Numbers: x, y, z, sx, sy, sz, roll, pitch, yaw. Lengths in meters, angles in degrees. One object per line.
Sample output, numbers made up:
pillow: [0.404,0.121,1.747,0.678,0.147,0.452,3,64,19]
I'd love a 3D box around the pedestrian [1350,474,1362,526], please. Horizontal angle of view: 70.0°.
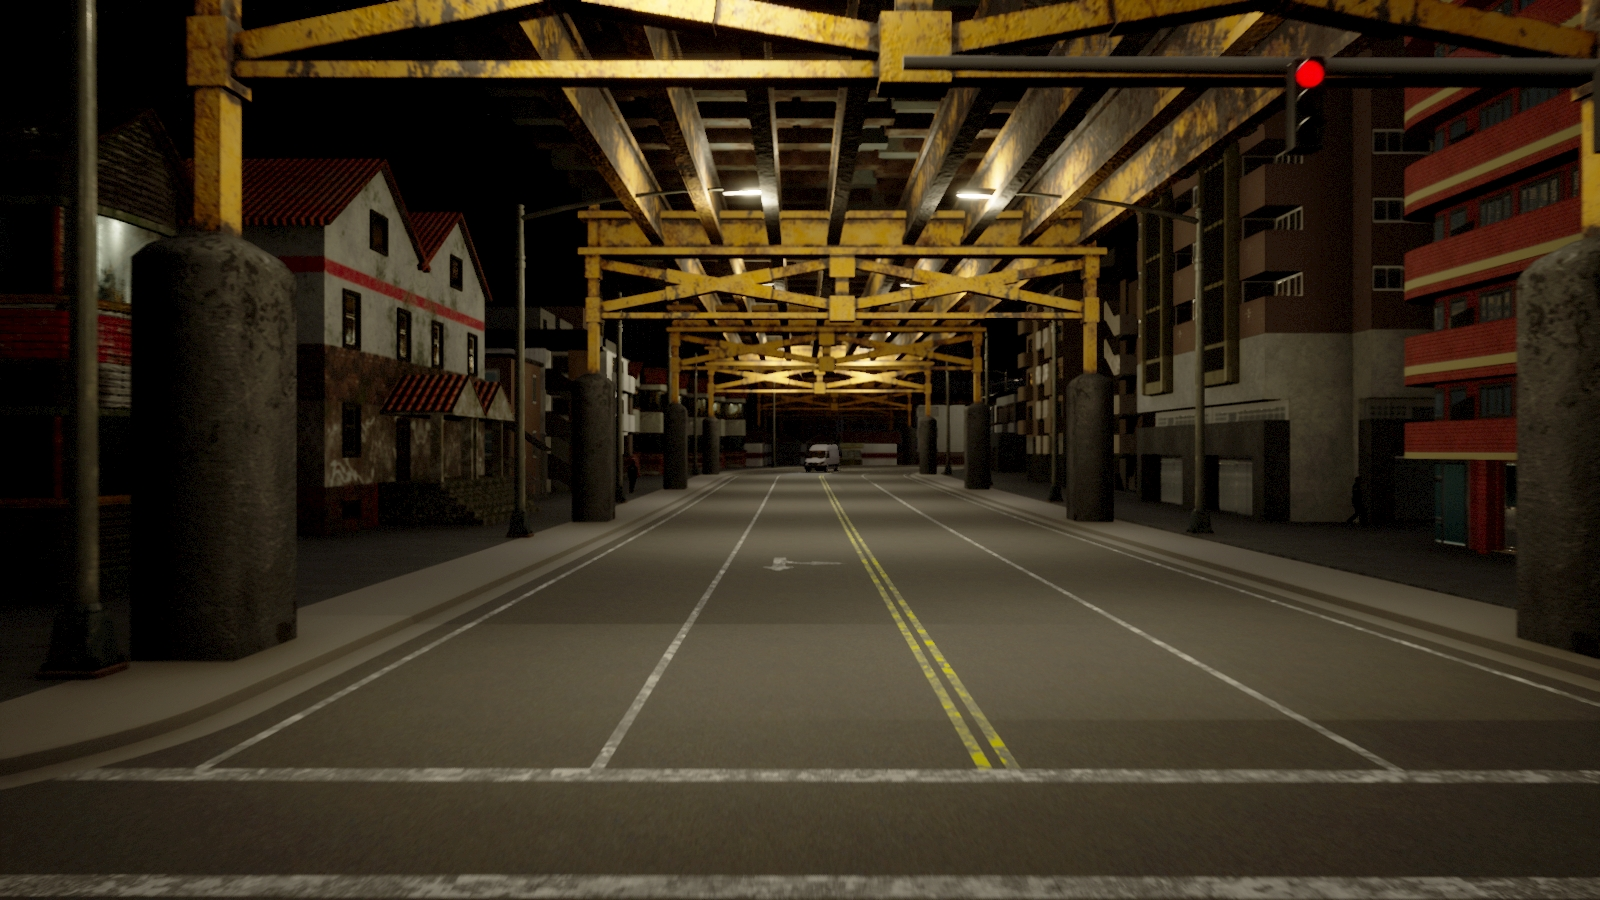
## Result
pedestrian: [20.005,1.794,41.104,0.375,1.860,0.375,0,0,23]
